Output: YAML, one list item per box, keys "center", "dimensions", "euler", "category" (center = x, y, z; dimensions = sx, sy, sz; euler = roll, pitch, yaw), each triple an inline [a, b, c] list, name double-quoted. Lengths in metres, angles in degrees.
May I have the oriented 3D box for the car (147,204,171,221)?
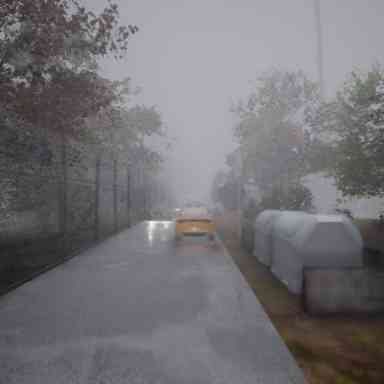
- center: [-2.795, 1.807, 29.937]
  dimensions: [1.994, 1.385, 4.181]
  euler: [0, -1, 0]
  category: "car"

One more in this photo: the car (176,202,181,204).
- center: [-2.426, 2.813, 71.395]
  dimensions: [2.128, 1.511, 4.902]
  euler: [0, -2, 1]
  category: "car"

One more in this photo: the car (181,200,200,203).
- center: [0.190, 1.740, 38.263]
  dimensions: [2.097, 1.767, 4.553]
  euler: [0, -1, 0]
  category: "car"

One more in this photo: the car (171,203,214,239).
- center: [0.114, 1.567, 17.748]
  dimensions: [1.882, 1.535, 5.008]
  euler: [0, -1, 0]
  category: "car"
